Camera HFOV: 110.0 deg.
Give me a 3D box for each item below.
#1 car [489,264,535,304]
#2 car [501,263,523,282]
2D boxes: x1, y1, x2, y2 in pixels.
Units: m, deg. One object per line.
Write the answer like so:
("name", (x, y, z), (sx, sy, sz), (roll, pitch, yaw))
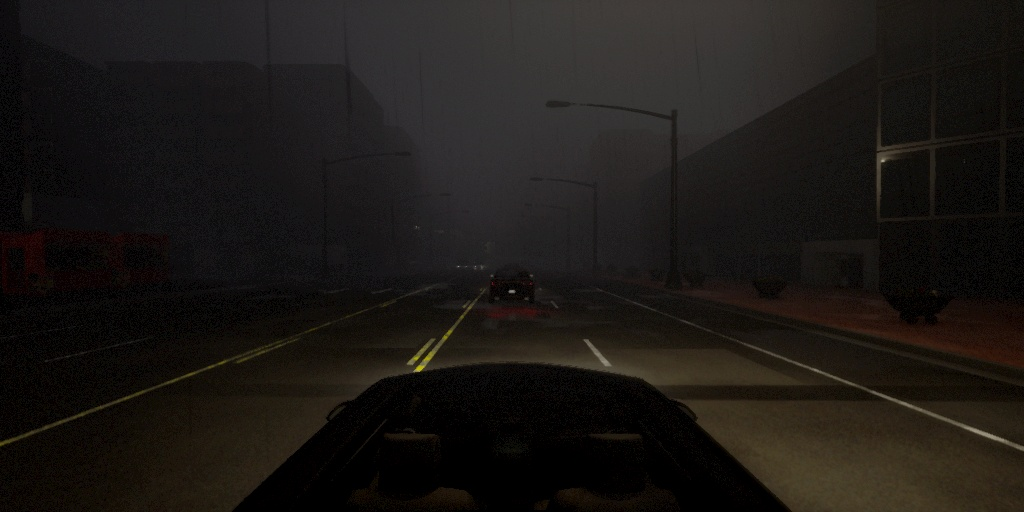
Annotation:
("car", (-0.004, 1.254, 16.505), (1.882, 1.535, 5.008), (0, 0, 0))
("car", (-0.007, 1.379, 31.506), (1.812, 1.442, 4.674), (0, 0, 0))
